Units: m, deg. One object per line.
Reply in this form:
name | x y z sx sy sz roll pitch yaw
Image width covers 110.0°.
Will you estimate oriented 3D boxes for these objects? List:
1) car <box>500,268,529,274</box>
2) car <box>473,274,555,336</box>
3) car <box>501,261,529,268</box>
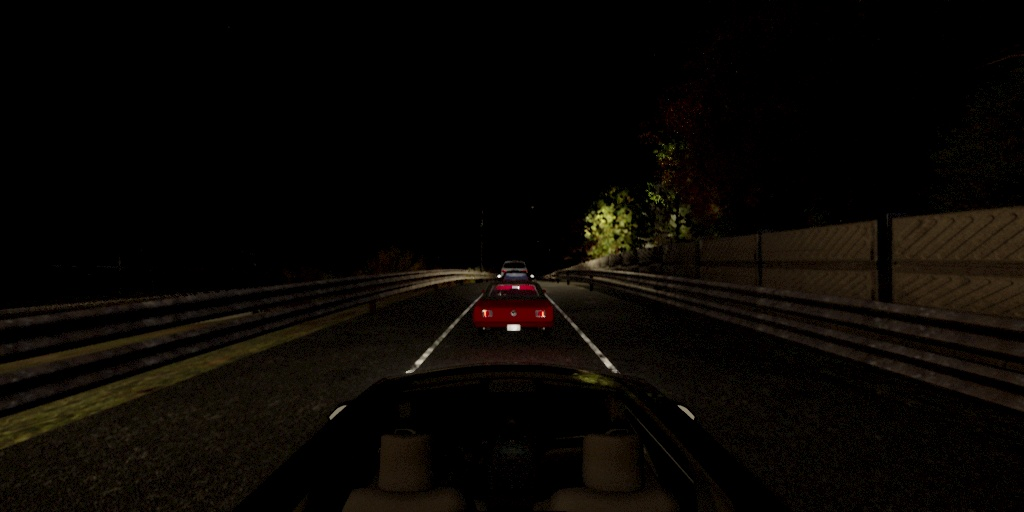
car | 0.195 1.450 18.395 1.994 1.385 4.181 0 -1 0
car | 0.053 1.360 10.361 1.895 1.301 4.718 0 0 0
car | 0.215 1.484 29.564 2.150 2.045 5.566 0 -3 1
